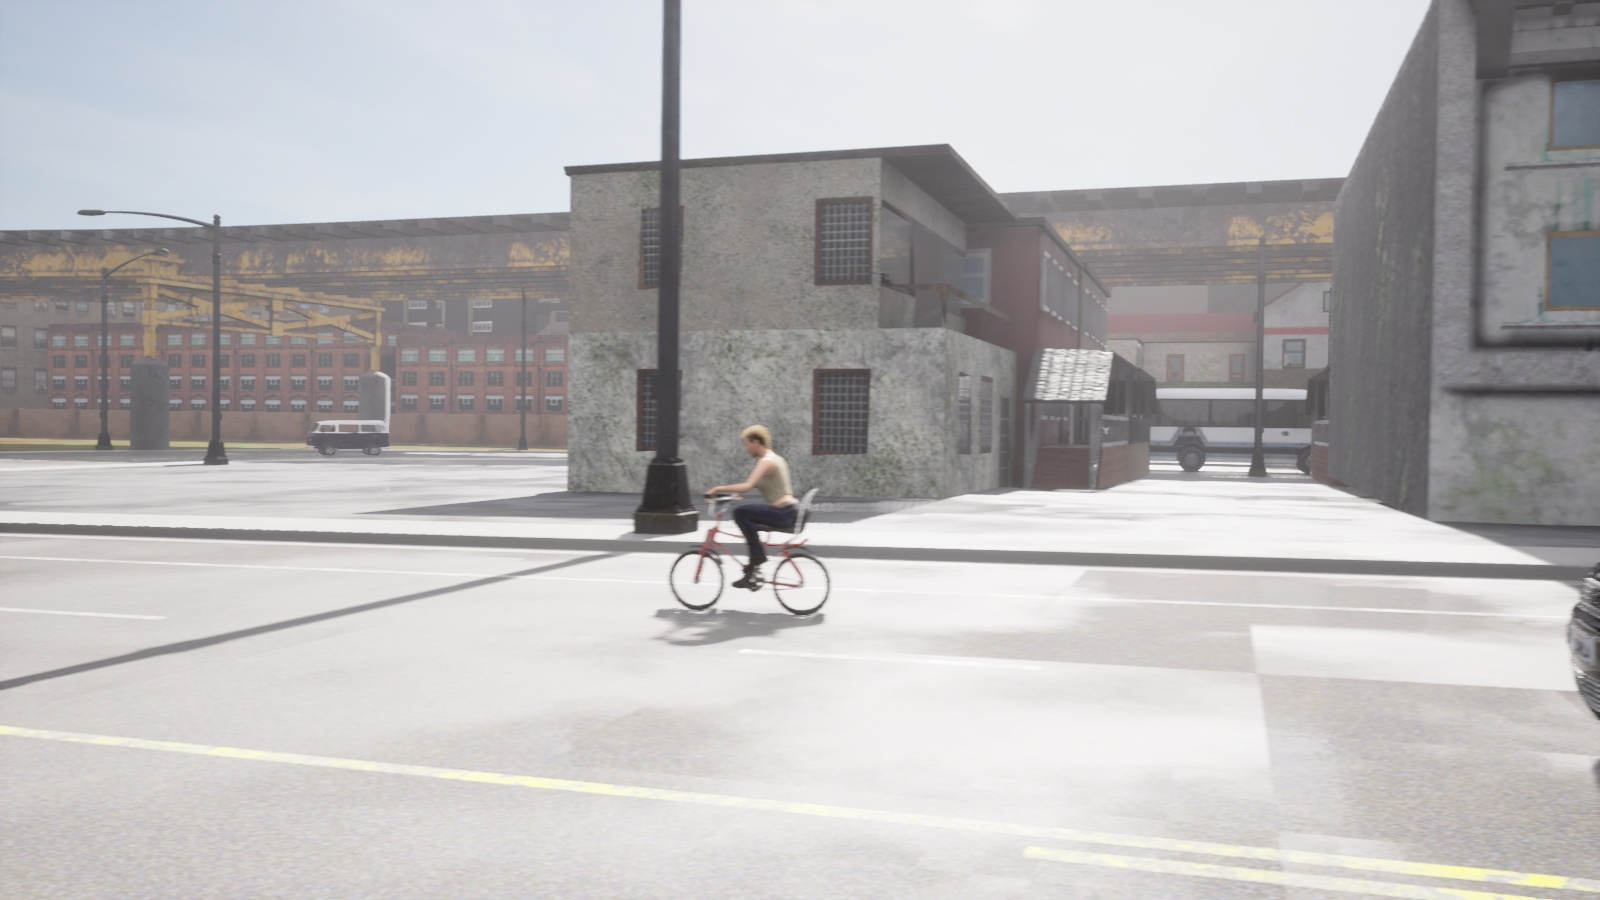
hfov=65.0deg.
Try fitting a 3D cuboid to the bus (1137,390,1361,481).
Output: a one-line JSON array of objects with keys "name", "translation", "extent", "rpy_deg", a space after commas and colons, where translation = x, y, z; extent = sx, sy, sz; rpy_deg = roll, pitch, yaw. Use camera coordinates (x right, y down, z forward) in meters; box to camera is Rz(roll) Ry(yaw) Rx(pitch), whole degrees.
[{"name": "bus", "translation": [22.547, -0.806, 63.550], "extent": [10.273, 4.253, 3.944], "rpy_deg": [2, 1, 19]}]

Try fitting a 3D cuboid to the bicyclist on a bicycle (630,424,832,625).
[{"name": "bicyclist on a bicycle", "translation": [-0.581, 0.588, 10.760], "extent": [1.509, 1.612, 0.866], "rpy_deg": [1, 1, 19]}]

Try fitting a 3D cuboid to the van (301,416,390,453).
[{"name": "van", "translation": [-26.047, -0.894, 71.999], "extent": [4.480, 2.038, 2.069], "rpy_deg": [0, 1, -30]}]

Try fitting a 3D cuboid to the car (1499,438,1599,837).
[{"name": "car", "translation": [5.150, 0.743, 5.153], "extent": [3.705, 1.549, 1.789], "rpy_deg": [1, 1, 19]}]
